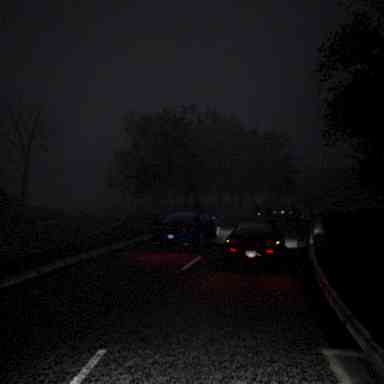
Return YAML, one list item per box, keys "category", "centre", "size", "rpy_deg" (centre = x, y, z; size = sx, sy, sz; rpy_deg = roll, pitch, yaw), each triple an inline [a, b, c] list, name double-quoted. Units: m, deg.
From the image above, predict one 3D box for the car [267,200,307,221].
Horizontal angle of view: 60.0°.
- category: "car"
  centre: [8.334, 1.707, 28.884]
  size: [2.033, 1.411, 5.357]
  rpy_deg: [0, -1, 25]

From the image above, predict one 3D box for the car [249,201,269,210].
- category: "car"
  centre: [7.418, 1.817, 32.778]
  size: [1.895, 1.301, 4.718]
  rpy_deg: [0, -1, 32]

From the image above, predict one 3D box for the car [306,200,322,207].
- category: "car"
  centre: [23.495, 2.303, 66.211]
  size: [1.837, 1.490, 4.892]
  rpy_deg: [1, -1, -30]

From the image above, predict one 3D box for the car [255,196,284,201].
- category: "car"
  centre: [16.718, 2.108, 69.811]
  size: [5.566, 2.045, 2.150]
  rpy_deg: [-1, -1, 40]

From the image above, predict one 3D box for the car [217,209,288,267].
- category: "car"
  centre: [2.321, 1.575, 11.670]
  size: [1.812, 1.442, 4.674]
  rpy_deg: [0, 0, 16]

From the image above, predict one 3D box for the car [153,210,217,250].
- category: "car"
  centre: [-0.090, 1.536, 14.954]
  size: [1.882, 1.535, 5.008]
  rpy_deg: [0, 0, 17]
